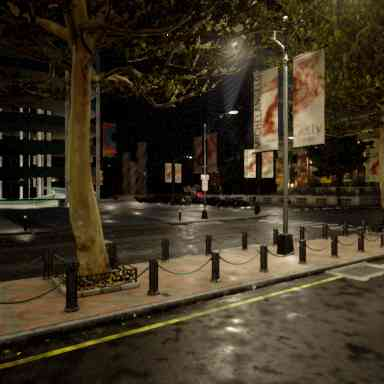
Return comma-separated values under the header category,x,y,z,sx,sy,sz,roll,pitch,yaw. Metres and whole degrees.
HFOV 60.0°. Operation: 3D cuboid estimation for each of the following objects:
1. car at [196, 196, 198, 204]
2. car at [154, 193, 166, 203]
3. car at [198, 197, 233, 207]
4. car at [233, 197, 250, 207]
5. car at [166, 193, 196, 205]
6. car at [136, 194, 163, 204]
category,x,y,z,sx,sy,sz,roll,pitch,yaw
car,0.951,1.526,59.689,1.812,1.442,4.674,0,0,-36
car,-5.758,1.221,67.985,5.566,2.045,2.150,0,0,45
car,3.472,1.478,50.210,1.882,1.535,5.008,0,0,-35
car,6.530,1.547,51.960,2.033,1.411,5.357,0,0,-35
car,-1.967,1.352,57.725,2.097,1.767,4.553,0,0,-37
car,-8.775,1.547,65.828,5.357,1.411,2.033,0,0,43
